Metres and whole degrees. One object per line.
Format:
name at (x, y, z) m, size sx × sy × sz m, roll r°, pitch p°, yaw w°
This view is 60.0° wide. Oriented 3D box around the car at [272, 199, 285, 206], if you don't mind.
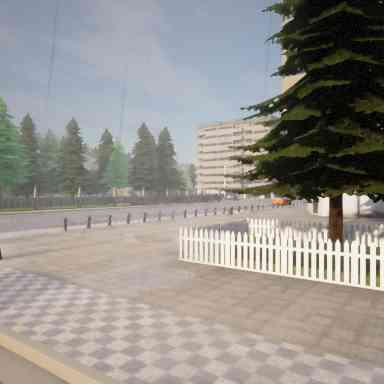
car at (15.370, 1.352, 56.721) m, size 2.097 × 1.767 × 4.553 m, roll 0°, pitch 0°, yaw 36°
